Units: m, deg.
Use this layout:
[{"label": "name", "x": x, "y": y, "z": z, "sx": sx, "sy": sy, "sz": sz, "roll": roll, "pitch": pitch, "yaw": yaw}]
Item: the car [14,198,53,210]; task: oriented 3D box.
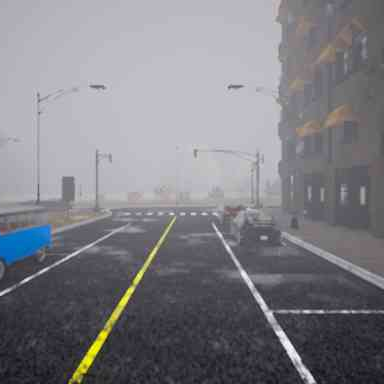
[{"label": "car", "x": -20.561, "y": 1.543, "z": 43.271, "sx": 4.206, "sy": 1.307, "sz": 1.802, "roll": -1, "pitch": 1, "yaw": 0}]

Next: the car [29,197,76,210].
[{"label": "car", "x": -16.713, "y": 1.416, "z": 40.616, "sx": 4.902, "sy": 1.511, "sz": 2.128, "roll": -1, "pitch": 0, "yaw": 0}]

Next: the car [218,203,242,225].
[{"label": "car", "x": 2.712, "y": 1.399, "z": 22.450, "sx": 1.887, "sy": 1.381, "sz": 4.507, "roll": 0, "pitch": 0, "yaw": 0}]

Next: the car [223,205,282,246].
[{"label": "car", "x": 2.675, "y": 1.456, "z": 14.521, "sx": 2.008, "sy": 1.369, "sz": 4.403, "roll": 0, "pitch": 0, "yaw": 0}]

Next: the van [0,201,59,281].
[{"label": "van", "x": -5.336, "y": 1.282, "z": 9.050, "sx": 1.690, "sy": 1.788, "sz": 3.998, "roll": 0, "pitch": 0, "yaw": 0}]
